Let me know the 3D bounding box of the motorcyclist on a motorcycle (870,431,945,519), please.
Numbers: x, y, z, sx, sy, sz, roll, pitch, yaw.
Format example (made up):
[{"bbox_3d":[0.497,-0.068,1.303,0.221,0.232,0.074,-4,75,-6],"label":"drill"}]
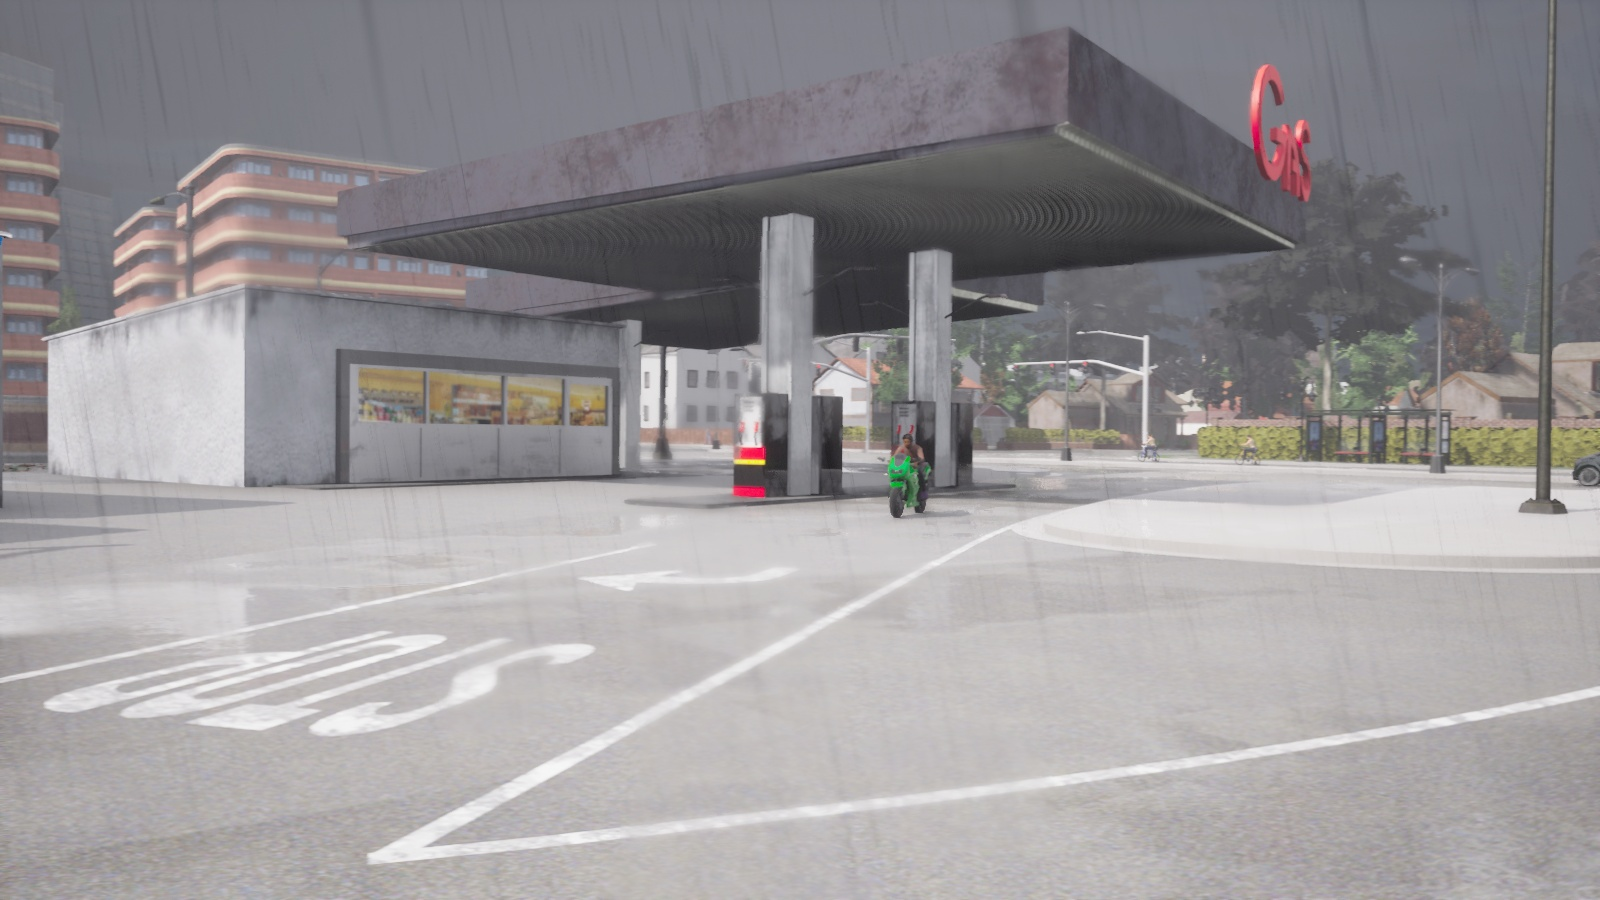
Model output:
[{"bbox_3d":[1.993,0.414,22.958,0.797,1.523,2.044,0,1,22],"label":"motorcyclist on a motorcycle"}]

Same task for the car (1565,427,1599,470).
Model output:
[{"bbox_3d":[27.233,-0.048,40.229,1.994,1.385,4.181,-1,1,-36],"label":"car"}]
